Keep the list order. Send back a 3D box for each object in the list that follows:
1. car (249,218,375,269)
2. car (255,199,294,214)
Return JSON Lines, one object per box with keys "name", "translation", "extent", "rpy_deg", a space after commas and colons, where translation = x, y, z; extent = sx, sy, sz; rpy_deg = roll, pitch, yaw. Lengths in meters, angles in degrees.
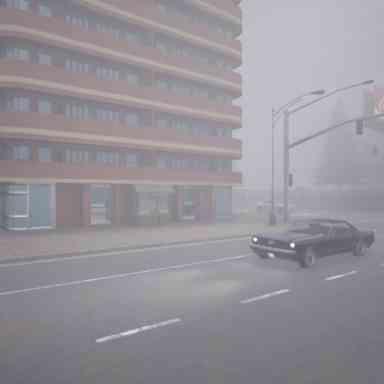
{"name": "car", "translation": [4.181, 1.604, 11.346], "extent": [4.718, 1.301, 1.895], "rpy_deg": [0, 0, -36]}
{"name": "car", "translation": [8.895, 1.534, 36.191], "extent": [1.812, 1.442, 4.674], "rpy_deg": [0, 0, -36]}
